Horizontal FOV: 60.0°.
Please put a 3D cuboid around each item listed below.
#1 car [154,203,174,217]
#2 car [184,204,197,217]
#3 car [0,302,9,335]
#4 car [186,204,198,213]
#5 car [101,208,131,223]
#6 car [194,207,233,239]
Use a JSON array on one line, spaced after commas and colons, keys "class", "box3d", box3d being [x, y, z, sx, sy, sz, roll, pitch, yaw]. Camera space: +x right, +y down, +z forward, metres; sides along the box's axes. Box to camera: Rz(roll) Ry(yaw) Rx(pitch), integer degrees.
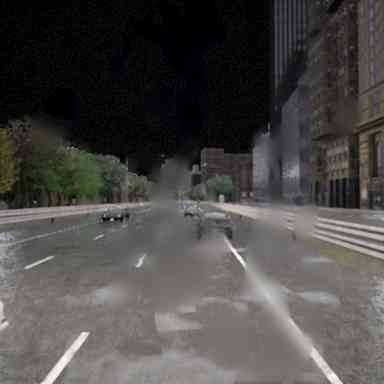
[{"class": "car", "box3d": [-3.414, 2.121, 40.934, 2.097, 1.767, 4.553, 0, -1, 0]}, {"class": "car", "box3d": [0.030, 2.343, 41.399, 1.994, 1.385, 4.181, 0, -1, 0]}, {"class": "car", "box3d": [-3.401, 1.638, 2.356, 1.895, 1.301, 4.718, 0, -1, 0]}, {"class": "car", "box3d": [-0.018, 2.630, 54.001, 1.994, 1.385, 4.181, 0, -1, 0]}, {"class": "car", "box3d": [-6.917, 2.144, 30.965, 1.895, 1.301, 4.718, 0, -1, 0]}, {"class": "car", "box3d": [1.218, 1.810, 19.181, 1.837, 1.490, 4.892, 0, -1, 0]}]
